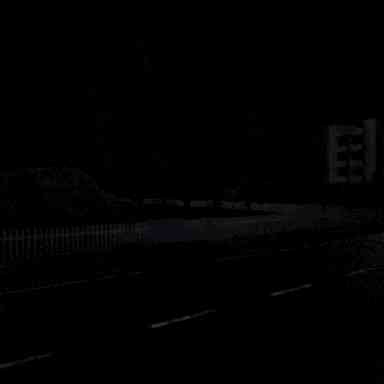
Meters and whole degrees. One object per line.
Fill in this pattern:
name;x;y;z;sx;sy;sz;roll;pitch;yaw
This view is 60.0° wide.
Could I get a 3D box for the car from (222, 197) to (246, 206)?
car;6.623;1.527;53.485;2.128;1.511;4.902;0;0;-34
